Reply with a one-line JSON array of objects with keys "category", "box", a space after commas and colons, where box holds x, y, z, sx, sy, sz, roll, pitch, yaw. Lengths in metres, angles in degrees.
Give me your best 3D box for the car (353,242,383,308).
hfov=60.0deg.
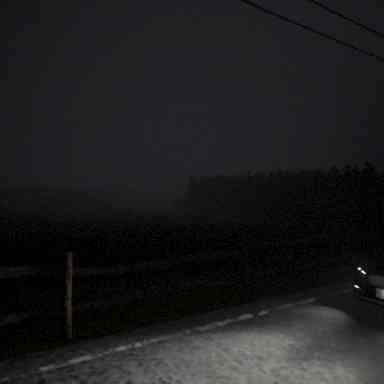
[{"category": "car", "box": [5.414, 1.516, 7.021, 4.902, 1.511, 2.128, 0, 0, -32]}]
